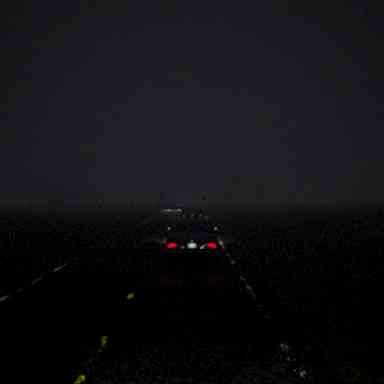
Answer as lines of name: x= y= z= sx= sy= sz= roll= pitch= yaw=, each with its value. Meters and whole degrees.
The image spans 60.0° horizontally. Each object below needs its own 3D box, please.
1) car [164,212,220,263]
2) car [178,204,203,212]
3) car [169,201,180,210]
car: x=0.012 y=1.684 z=12.495 sx=2.033 sy=1.411 sz=5.357 roll=0 pitch=-1 yaw=0
car: x=0.025 y=1.908 z=28.228 sx=1.895 sy=1.301 sz=4.718 roll=0 pitch=-1 yaw=0
car: x=-2.748 y=2.117 z=54.038 sx=1.812 sy=1.442 sz=4.674 roll=0 pitch=-1 yaw=0
